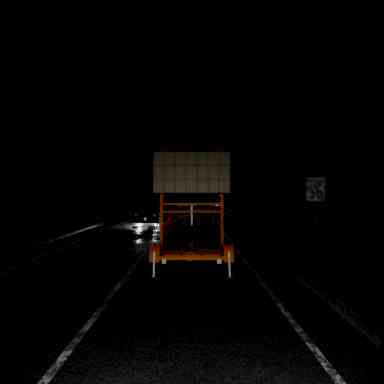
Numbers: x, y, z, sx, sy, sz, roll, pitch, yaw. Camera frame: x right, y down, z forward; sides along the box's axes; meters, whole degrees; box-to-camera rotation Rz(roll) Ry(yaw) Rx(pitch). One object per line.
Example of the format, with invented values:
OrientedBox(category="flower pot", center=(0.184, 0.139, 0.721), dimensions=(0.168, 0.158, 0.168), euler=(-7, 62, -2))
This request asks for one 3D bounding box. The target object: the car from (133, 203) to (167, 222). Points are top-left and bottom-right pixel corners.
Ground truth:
OrientedBox(category="car", center=(-3.179, 1.556, 26.501), dimensions=(2.033, 1.411, 5.357), euler=(0, 0, 4))

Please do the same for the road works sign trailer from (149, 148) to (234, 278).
OrientedBox(category="road works sign trailer", center=(-0.009, 0.467, 10.123), dimensions=(2.380, 3.560, 2.880), euler=(0, 0, 0))

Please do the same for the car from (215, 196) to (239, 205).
OrientedBox(category="car", center=(6.191, 1.412, 58.338), dimensions=(2.033, 1.411, 5.357), euler=(-1, 0, 40))
